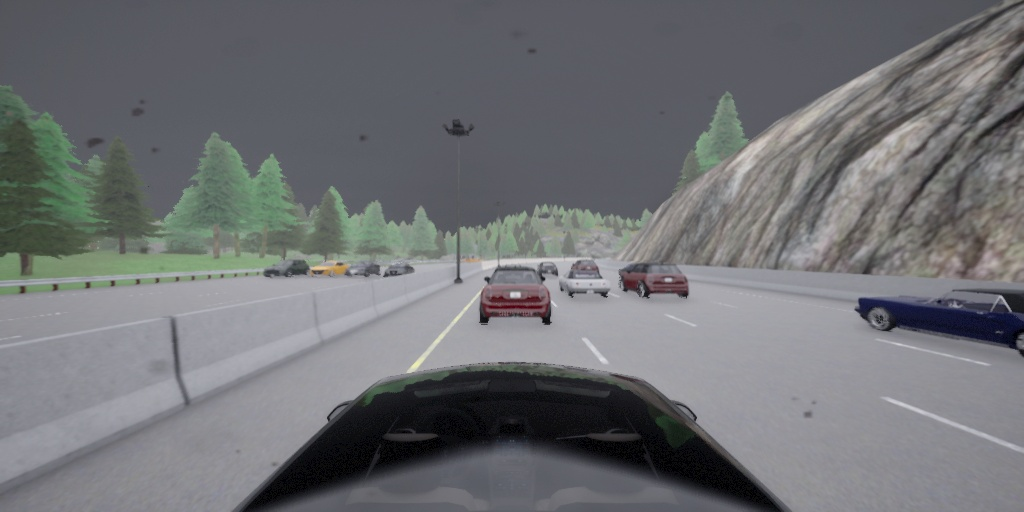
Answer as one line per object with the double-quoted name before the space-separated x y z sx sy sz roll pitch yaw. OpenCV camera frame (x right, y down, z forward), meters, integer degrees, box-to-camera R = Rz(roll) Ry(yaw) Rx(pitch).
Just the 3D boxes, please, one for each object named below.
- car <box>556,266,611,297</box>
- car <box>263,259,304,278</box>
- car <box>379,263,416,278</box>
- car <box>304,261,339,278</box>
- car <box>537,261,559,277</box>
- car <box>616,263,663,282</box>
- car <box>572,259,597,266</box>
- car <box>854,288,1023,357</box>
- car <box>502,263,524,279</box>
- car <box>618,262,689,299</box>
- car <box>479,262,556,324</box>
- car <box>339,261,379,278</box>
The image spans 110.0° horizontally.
"car" 3.596 1.356 18.623 1.895 1.301 4.718 0 0 0
"car" -21.094 1.112 33.782 2.097 1.767 4.553 0 0 0
"car" -10.593 1.324 34.059 1.994 1.385 4.181 0 0 0
"car" -17.593 1.238 34.890 1.882 1.535 5.008 0 0 0
"car" 3.580 1.287 36.486 1.812 1.442 4.674 0 0 0
"car" 10.594 1.307 30.293 2.033 1.411 5.357 0 0 0
"car" 7.092 1.113 35.303 2.097 1.767 4.553 0 0 0
"car" 10.599 1.353 7.957 1.895 1.301 4.718 0 0 0
"car" 0.093 1.361 34.130 1.895 1.301 4.718 0 0 0
"car" 7.098 1.108 18.387 2.097 1.767 4.553 0 0 0
"car" 0.098 1.105 12.158 2.097 1.767 4.553 0 0 0
"car" -14.094 1.253 34.276 2.128 1.511 4.902 0 0 0
